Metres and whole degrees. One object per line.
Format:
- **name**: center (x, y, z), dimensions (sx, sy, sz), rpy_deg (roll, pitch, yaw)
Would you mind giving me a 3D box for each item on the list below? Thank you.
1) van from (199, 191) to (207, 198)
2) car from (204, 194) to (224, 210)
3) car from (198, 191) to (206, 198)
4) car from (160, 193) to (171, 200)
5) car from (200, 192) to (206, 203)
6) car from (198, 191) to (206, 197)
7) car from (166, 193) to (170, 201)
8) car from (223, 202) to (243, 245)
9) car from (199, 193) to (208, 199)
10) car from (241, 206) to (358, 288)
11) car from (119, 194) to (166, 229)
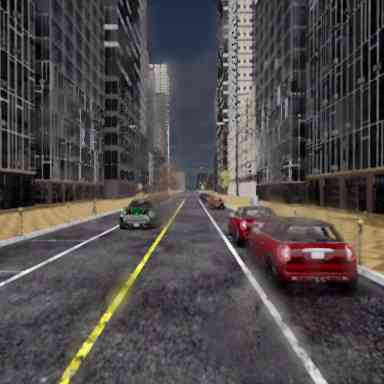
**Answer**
- **van**: center (2.690, 0.585, 83.043), dimensions (1.690, 1.788, 3.998), rpy_deg (0, 1, 0)
- **car**: center (2.690, 1.225, 37.507), dimensions (1.887, 1.381, 4.507), rpy_deg (0, 1, 0)
- **car**: center (2.690, 0.626, 88.734), dimensions (1.967, 1.590, 4.097), rpy_deg (0, 1, 0)
- **car**: center (-5.691, 0.923, 71.668), dimensions (1.947, 1.339, 4.313), rpy_deg (0, 1, 0)
- **car**: center (2.690, 1.087, 54.584), dimensions (1.947, 1.339, 4.313), rpy_deg (0, 1, 0)
- **car**: center (2.690, 0.978, 65.967), dimensions (1.947, 1.339, 4.313), rpy_deg (0, 1, 0)
- **car**: center (-5.691, 0.957, 65.975), dimensions (1.887, 1.381, 4.507), rpy_deg (0, 1, 0)
- **car**: center (2.690, 1.317, 14.737), dimensions (1.967, 1.590, 4.097), rpy_deg (0, 0, 0)
- **car**: center (2.689, 0.866, 77.351), dimensions (1.947, 1.339, 4.313), rpy_deg (0, 1, 0)
- **car**: center (2.691, 1.364, 9.045), dimensions (1.967, 1.590, 4.097), rpy_deg (0, 0, 0)
- **car**: center (-3.001, 1.183, 20.183), dimensions (2.097, 1.767, 4.553), rpy_deg (0, 0, 0)
